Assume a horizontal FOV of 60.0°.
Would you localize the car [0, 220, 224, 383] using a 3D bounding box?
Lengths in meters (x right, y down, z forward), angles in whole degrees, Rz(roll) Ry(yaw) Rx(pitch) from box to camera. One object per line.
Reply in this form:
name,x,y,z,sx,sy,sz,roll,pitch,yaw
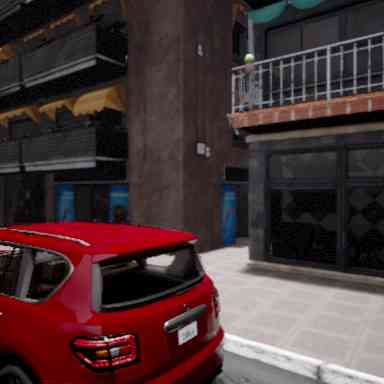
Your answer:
car,-1.982,1.301,4.291,5.009,1.841,2.192,0,0,36
